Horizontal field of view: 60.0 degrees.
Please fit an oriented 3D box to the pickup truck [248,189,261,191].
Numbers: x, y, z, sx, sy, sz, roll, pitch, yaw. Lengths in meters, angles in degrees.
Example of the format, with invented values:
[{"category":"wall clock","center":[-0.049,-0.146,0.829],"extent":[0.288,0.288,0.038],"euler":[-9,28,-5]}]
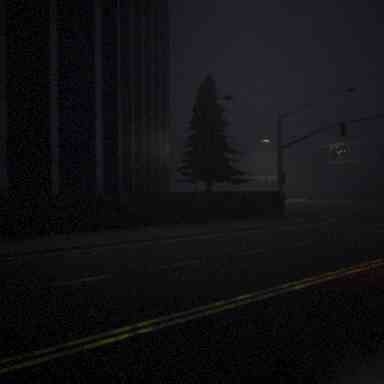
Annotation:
[{"category":"pickup truck","center":[13.410,0.424,71.160],"extent":[2.390,2.098,6.274],"euler":[-1,0,-6]}]
